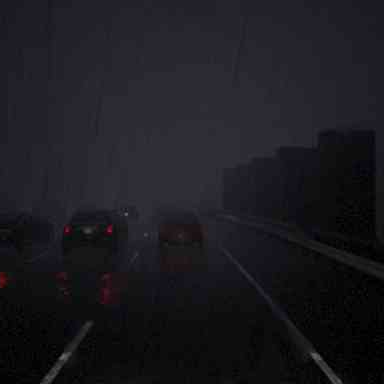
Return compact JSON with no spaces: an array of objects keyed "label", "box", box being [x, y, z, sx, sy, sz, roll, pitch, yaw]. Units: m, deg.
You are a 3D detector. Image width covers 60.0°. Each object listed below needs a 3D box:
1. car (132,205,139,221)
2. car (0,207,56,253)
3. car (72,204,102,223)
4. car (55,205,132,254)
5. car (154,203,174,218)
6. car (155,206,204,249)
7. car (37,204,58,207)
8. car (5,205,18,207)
[{"label":"car","box":[-5.903,1.885,30.431,1.994,1.385,4.181,0,-1,-9]},{"label":"car","box":[-7.525,1.645,14.341,2.128,1.511,4.902,0,0,-4]},{"label":"car","box":[-9.381,1.880,30.002,1.994,1.385,4.181,0,-1,-9]},{"label":"car","box":[-4.028,1.504,14.488,2.097,1.767,4.553,0,-1,-4]},{"label":"car","box":[-2.571,1.811,31.720,1.882,1.535,5.008,0,0,-9]},{"label":"car","box":[-0.600,1.642,15.531,1.882,1.535,5.008,0,0,-5]},{"label":"car","box":[-12.953,1.795,30.159,1.882,1.535,5.008,0,0,-9]},{"label":"car","box":[-30.635,2.095,57.174,2.128,1.511,4.902,0,-1,-18]}]
